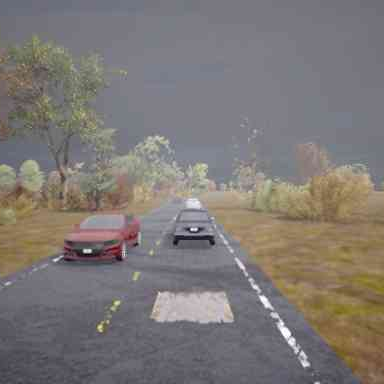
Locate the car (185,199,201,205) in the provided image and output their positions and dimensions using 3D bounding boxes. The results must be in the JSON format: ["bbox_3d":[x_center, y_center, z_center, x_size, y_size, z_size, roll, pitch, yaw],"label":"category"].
[{"bbox_3d":[0.097,1.516,39.807,1.812,1.442,4.674,0,0,0],"label":"car"}]

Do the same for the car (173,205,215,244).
[{"bbox_3d":[0.090,1.544,15.801,2.033,1.411,5.357,0,0,0],"label":"car"}]

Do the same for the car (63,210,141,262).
[{"bbox_3d":[-3.101,1.475,12.352,1.882,1.535,5.008,0,0,0],"label":"car"}]

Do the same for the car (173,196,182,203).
[{"bbox_3d":[-2.998,1.495,67.693,1.837,1.490,4.892,0,-1,-4],"label":"car"}]
